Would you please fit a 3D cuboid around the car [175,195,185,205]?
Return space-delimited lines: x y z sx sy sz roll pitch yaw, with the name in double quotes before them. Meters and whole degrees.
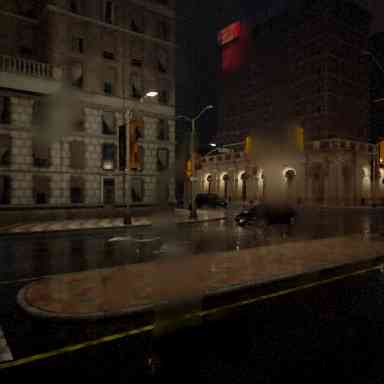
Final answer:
"car" -3.094 1.351 56.313 2.097 1.767 4.553 0 0 -35

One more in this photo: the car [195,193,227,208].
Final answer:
"car" 2.670 1.221 48.161 2.150 2.045 5.566 0 0 -35

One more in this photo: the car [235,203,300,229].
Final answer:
"car" 4.940 1.504 21.564 4.892 1.490 1.837 0 0 -35
